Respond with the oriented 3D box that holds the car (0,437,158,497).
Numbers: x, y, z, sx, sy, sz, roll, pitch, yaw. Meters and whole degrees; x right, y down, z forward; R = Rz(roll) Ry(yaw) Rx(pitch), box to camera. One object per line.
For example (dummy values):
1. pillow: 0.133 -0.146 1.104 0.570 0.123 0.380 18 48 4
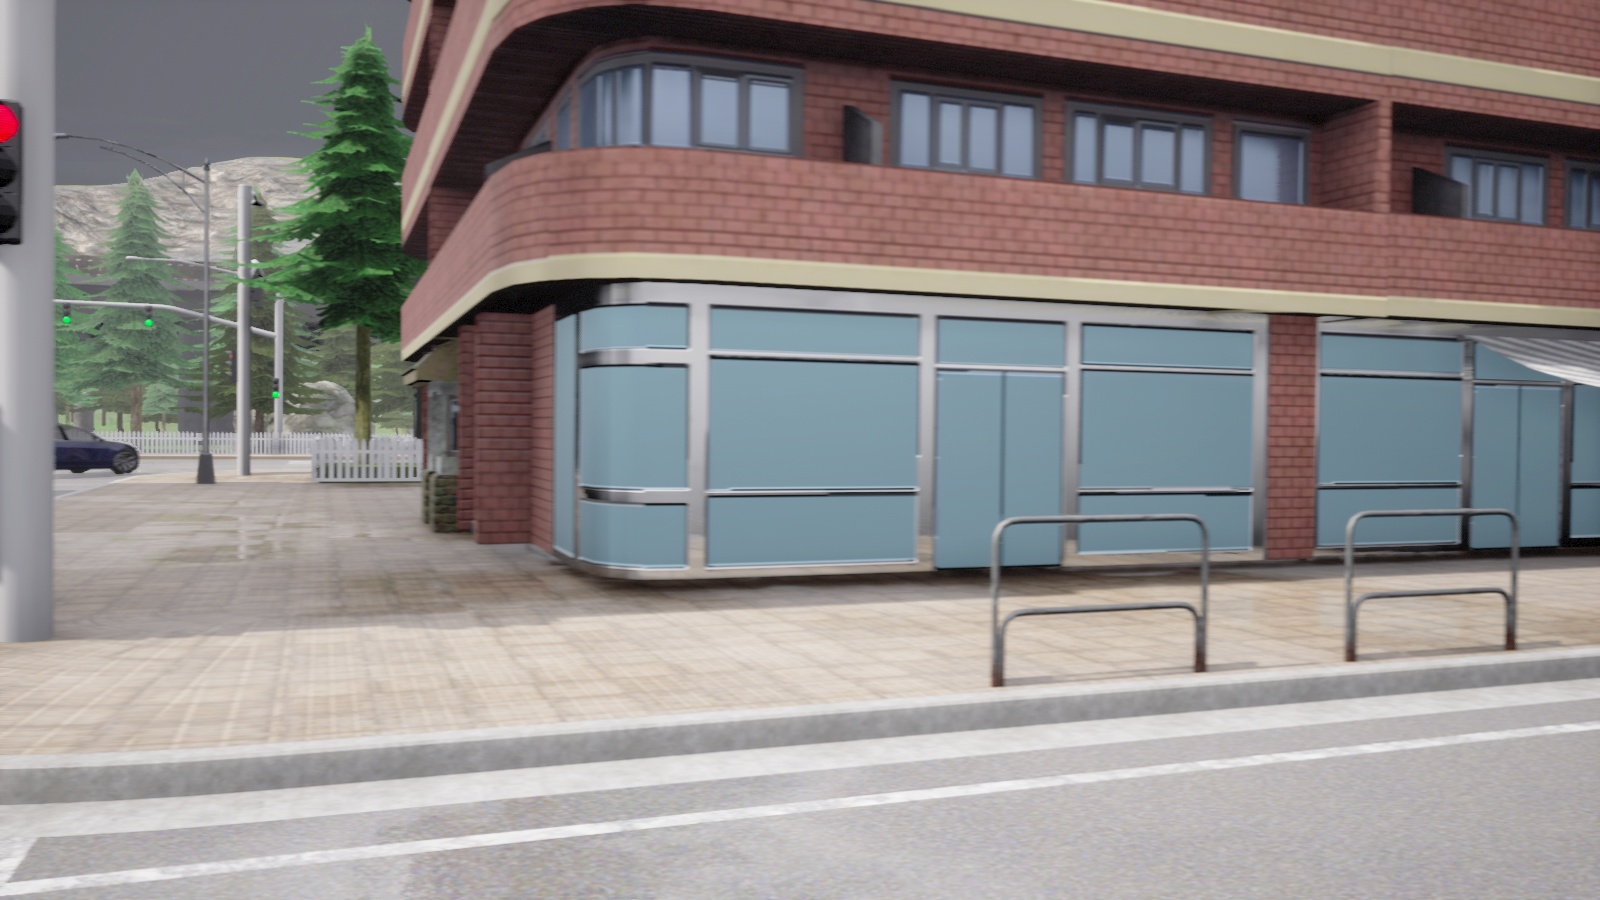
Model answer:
1. car: -20.831 0.434 35.272 2.163 1.488 4.792 0 1 20
